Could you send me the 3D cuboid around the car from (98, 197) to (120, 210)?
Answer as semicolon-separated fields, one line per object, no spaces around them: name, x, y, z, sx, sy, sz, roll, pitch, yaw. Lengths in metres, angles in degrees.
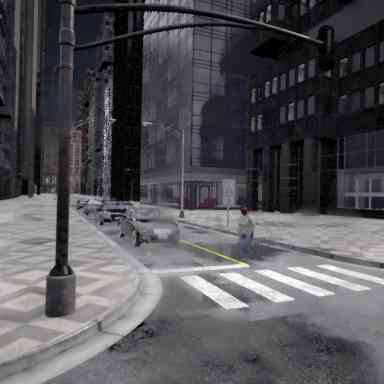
car;-11.231;1.479;44.704;2.128;1.511;4.902;1;0;-23

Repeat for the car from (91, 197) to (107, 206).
car;-14.887;1.550;53.257;1.895;1.301;4.718;1;0;-23

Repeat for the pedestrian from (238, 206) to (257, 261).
pedestrian;1.761;1.307;10.786;0.375;1.860;0.375;2;-1;-23

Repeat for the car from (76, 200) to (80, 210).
car;-13.460;1.487;41.899;1.994;1.385;4.181;1;0;-22

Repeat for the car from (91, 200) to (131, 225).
car;-5.675;1.523;23.500;1.994;1.385;4.181;1;0;-23

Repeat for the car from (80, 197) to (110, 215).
car;-9.580;1.473;32.686;1.812;1.442;4.674;1;0;-23

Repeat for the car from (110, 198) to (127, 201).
car;-7.370;1.578;35.601;1.994;1.385;4.181;1;0;-23

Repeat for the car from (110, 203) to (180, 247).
car;-2.082;1.459;15.052;2.128;1.511;4.902;1;0;-23
